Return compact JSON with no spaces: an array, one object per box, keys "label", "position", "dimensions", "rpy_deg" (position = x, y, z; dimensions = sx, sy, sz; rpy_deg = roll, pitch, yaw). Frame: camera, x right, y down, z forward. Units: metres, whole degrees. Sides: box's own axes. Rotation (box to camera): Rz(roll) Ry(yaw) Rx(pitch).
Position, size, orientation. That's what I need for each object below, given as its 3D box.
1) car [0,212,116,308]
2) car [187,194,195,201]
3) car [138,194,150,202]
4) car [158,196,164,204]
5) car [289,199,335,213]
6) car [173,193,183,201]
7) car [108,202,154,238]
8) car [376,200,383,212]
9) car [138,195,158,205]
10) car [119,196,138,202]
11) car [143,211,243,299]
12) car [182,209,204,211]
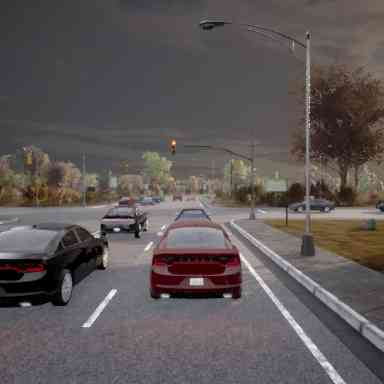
[{"label":"car","position":[-3.422,1.478,8.041],"dimensions":[1.882,1.535,5.008],"rpy_deg":[0,0,0]},{"label":"car","position":[-0.262,1.348,85.711],"dimensions":[2.097,1.767,4.553],"rpy_deg":[0,0,0]},{"label":"car","position":[-10.731,1.355,74.445],"dimensions":[2.097,1.767,4.553],"rpy_deg":[0,0,0]},{"label":"car","position":[-7.240,1.547,64.939],"dimensions":[2.033,1.411,5.357],"rpy_deg":[0,0,0]},{"label":"car","position":[13.268,1.505,36.912],"dimensions":[4.892,1.490,1.837],"rpy_deg":[0,0,3]},{"label":"car","position":[-3.761,1.217,85.344],"dimensions":[2.150,2.045,5.566],"rpy_deg":[0,0,0]},{"label":"car","position":[-3.445,1.491,17.527],"dimensions":[2.128,1.511,4.902],"rpy_deg":[0,0,-1]},{"label":"car","position":[23.265,1.212,36.401],"dimensions":[5.566,2.045,2.150],"rpy_deg":[0,0,3]},{"label":"car","position":[-7.259,1.525,55.347],"dimensions":[1.812,1.442,4.674],"rpy_deg":[0,0,0]},{"label":"car","position":[-10.753,1.477,54.957],"dimensions":[1.882,1.535,5.008],"rpy_deg":[0,0,0]},{"label":"car","position":[0.076,1.478,8.518],"dimensions":[1.882,1.535,5.008],"rpy_deg":[0,0,0]},{"label":"car","position":[0.049,1.564,17.507],"dimensions":[1.994,1.385,4.181],"rpy_deg":[0,0,0]}]
